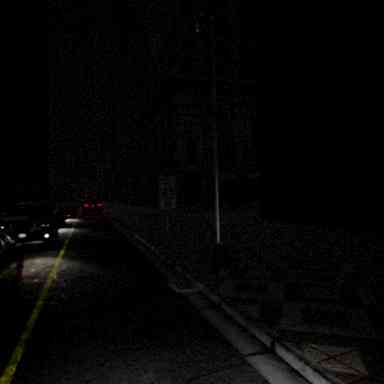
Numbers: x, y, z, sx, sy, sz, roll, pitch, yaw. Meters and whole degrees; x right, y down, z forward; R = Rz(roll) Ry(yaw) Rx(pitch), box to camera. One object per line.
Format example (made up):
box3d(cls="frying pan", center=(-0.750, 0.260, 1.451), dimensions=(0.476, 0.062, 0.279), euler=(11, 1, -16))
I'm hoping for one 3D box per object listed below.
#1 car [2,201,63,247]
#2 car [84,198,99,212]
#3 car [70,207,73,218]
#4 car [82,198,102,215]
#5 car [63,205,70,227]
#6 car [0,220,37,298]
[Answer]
box3d(cls="car", center=(-7.919, 1.505, 16.577), dimensions=(2.150, 2.045, 5.566), euler=(-1, 0, -17))
box3d(cls="car", center=(-15.942, 1.957, 52.636), dimensions=(2.150, 2.045, 5.566), euler=(-1, 0, -17))
box3d(cls="car", center=(-13.880, 2.120, 35.655), dimensions=(1.994, 1.385, 4.181), euler=(-1, 0, -17))
box3d(cls="car", center=(-12.728, 1.805, 42.470), dimensions=(2.150, 2.045, 5.566), euler=(-1, 0, -18))
box3d(cls="car", center=(-10.901, 1.943, 26.082), dimensions=(1.812, 1.442, 4.674), euler=(-1, 0, -18))
box3d(cls="car", center=(-4.951, 1.646, 7.177), dimensions=(2.128, 1.511, 4.902), euler=(-1, 0, -18))
